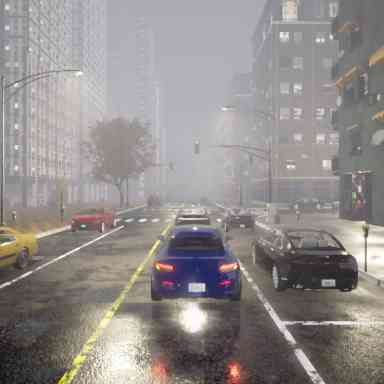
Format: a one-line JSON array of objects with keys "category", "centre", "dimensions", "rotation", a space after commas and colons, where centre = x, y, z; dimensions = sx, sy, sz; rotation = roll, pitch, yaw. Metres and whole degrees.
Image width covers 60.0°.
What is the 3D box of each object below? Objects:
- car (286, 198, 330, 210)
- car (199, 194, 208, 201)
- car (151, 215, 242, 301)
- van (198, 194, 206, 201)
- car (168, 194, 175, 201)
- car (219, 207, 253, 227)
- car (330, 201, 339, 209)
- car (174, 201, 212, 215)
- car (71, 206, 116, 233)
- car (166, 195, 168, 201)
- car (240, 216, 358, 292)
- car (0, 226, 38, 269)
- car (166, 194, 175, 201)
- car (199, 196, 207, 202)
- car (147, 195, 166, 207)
[{"category": "car", "centre": [13.358, 1.359, 39.202], "dimensions": [4.403, 1.369, 2.008], "rotation": [-1, 1, -1]}, {"category": "car", "centre": [2.558, 1.630, 74.256], "dimensions": [1.947, 1.339, 4.313], "rotation": [0, 0, 0]}, {"category": "car", "centre": [0.079, 1.526, 8.190], "dimensions": [1.812, 1.442, 4.674], "rotation": [0, 0, 0]}, {"category": "van", "centre": [2.537, 1.425, 85.303], "dimensions": [1.690, 1.788, 3.998], "rotation": [0, 0, 0]}, {"category": "car", "centre": [-5.843, 1.650, 85.288], "dimensions": [1.947, 1.339, 4.313], "rotation": [0, 0, 0]}, {"category": "car", "centre": [2.657, 1.555, 19.777], "dimensions": [2.008, 1.369, 4.403], "rotation": [0, 0, 0]}, {"category": "car", "centre": [18.755, 1.259, 39.267], "dimensions": [4.829, 1.417, 1.752], "rotation": [-1, 1, -1]}, {"category": "car", "centre": [0.048, 1.495, 18.293], "dimensions": [2.128, 1.511, 4.902], "rotation": [0, 0, 0]}, {"category": "car", "centre": [-5.723, 1.549, 19.762], "dimensions": [1.887, 1.381, 4.507], "rotation": [0, 0, 0]}, {"category": "car", "centre": [-5.793, 1.607, 57.673], "dimensions": [1.947, 1.339, 4.313], "rotation": [0, 0, 0]}, {"category": "car", "centre": [2.677, 1.552, 8.711], "dimensions": [2.008, 1.369, 4.403], "rotation": [0, 0, 0]}, {"category": "car", "centre": [-5.703, 1.526, 8.526], "dimensions": [1.752, 1.417, 4.829], "rotation": [0, 0, 0]}, {"category": "car", "centre": [-5.854, 1.410, 90.810], "dimensions": [2.192, 1.841, 5.009], "rotation": [0, 0, 0]}, {"category": "car", "centre": [2.548, 1.599, 79.949], "dimensions": [1.752, 1.417, 4.829], "rotation": [0, 0, 0]}, {"category": "car", "centre": [-5.783, 1.349, 52.150], "dimensions": [2.192, 1.841, 5.009], "rotation": [0, 0, 0]}]
